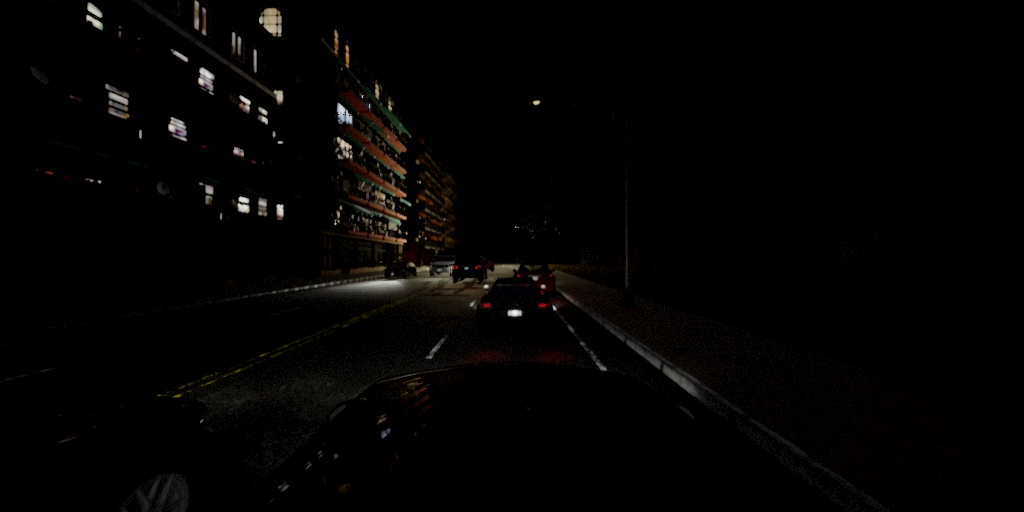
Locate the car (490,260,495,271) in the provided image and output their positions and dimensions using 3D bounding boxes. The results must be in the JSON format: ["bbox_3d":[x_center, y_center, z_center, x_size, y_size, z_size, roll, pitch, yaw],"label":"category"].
[{"bbox_3d":[-3.228,1.197,45.703,1.882,1.535,5.008,0,0,1],"label":"car"}]

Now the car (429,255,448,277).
[{"bbox_3d":[-6.661,0.948,35.624,2.150,2.045,5.566,0,0,0],"label":"car"}]

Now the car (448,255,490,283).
[{"bbox_3d":[-3.197,0.956,27.763,2.150,2.045,5.566,0,0,0],"label":"car"}]

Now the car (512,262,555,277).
[{"bbox_3d":[1.106,1.090,19.361,2.097,1.767,4.553,0,0,0],"label":"car"}]

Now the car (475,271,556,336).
[{"bbox_3d":[0.079,1.309,10.431,1.994,1.385,4.181,0,0,0],"label":"car"}]

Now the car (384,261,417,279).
[{"bbox_3d":[-9.905,1.221,32.179,2.128,1.511,4.902,0,0,0],"label":"car"}]

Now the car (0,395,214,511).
[{"bbox_3d":[-3.147,1.228,0.595,1.882,1.535,5.008,0,0,0],"label":"car"}]
